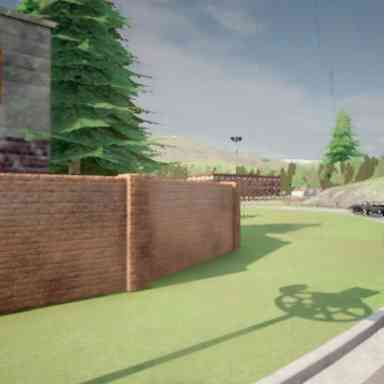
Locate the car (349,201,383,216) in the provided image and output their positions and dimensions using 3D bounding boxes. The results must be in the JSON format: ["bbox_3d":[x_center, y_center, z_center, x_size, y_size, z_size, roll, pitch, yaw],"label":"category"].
[{"bbox_3d":[17.720,1.627,33.761,2.128,1.511,4.902,0,0,2],"label":"car"}]
